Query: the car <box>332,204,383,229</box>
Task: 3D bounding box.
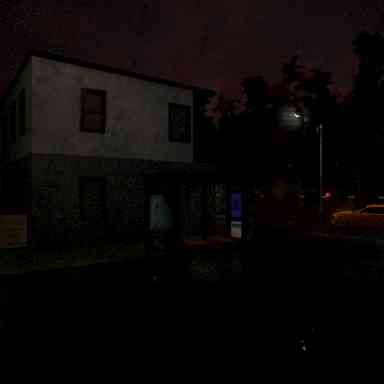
[{"bbox_3d":[10.948,1.478,19.697,5.008,1.535,1.882,0,2,43],"label":"car"}]
